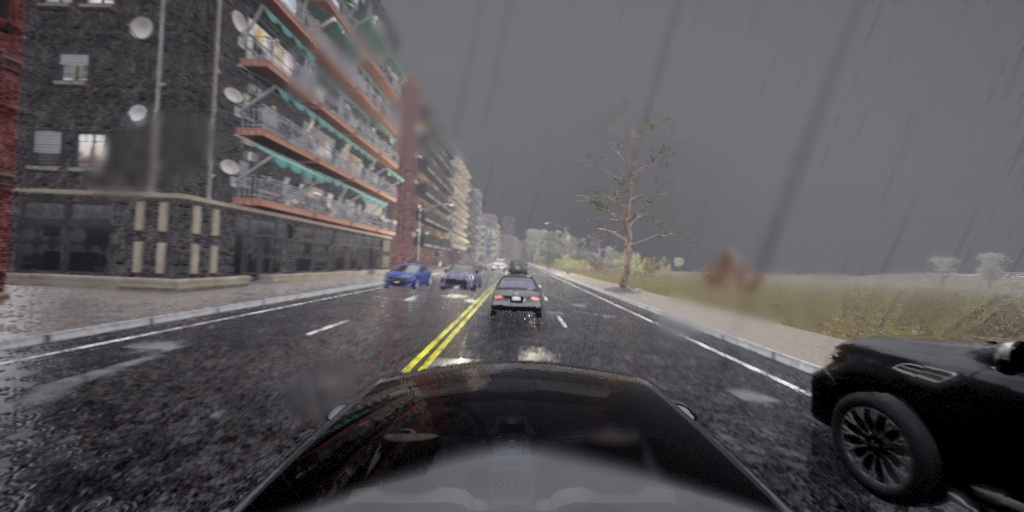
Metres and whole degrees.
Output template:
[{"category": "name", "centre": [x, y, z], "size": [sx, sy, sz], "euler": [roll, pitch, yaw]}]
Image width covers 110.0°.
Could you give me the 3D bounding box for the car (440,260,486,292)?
[{"category": "car", "centre": [-3.102, 1.216, 22.565], "size": [2.097, 1.767, 4.553], "euler": [2, -1, 1]}]

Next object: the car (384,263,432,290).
[{"category": "car", "centre": [-6.357, 1.216, 22.459], "size": [1.882, 1.535, 5.008], "euler": [2, -1, 1]}]

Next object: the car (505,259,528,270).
[{"category": "car", "centre": [0.695, 1.444, 41.612], "size": [2.150, 2.045, 5.566], "euler": [2, 0, 1]}]

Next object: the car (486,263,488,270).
[{"category": "car", "centre": [-5.533, 1.578, 63.606], "size": [2.097, 1.767, 4.553], "euler": [2, -1, 2]}]

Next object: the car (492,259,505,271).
[{"category": "car", "centre": [-2.278, 1.571, 63.430], "size": [2.150, 2.045, 5.566], "euler": [2, -1, 2]}]

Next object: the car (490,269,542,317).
[{"category": "car", "centre": [0.185, 1.442, 14.025], "size": [2.033, 1.411, 5.357], "euler": [2, -1, 1]}]

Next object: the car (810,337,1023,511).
[{"category": "car", "centre": [4.256, 1.134, 1.440], "size": [2.150, 2.045, 5.566], "euler": [2, -1, 1]}]
